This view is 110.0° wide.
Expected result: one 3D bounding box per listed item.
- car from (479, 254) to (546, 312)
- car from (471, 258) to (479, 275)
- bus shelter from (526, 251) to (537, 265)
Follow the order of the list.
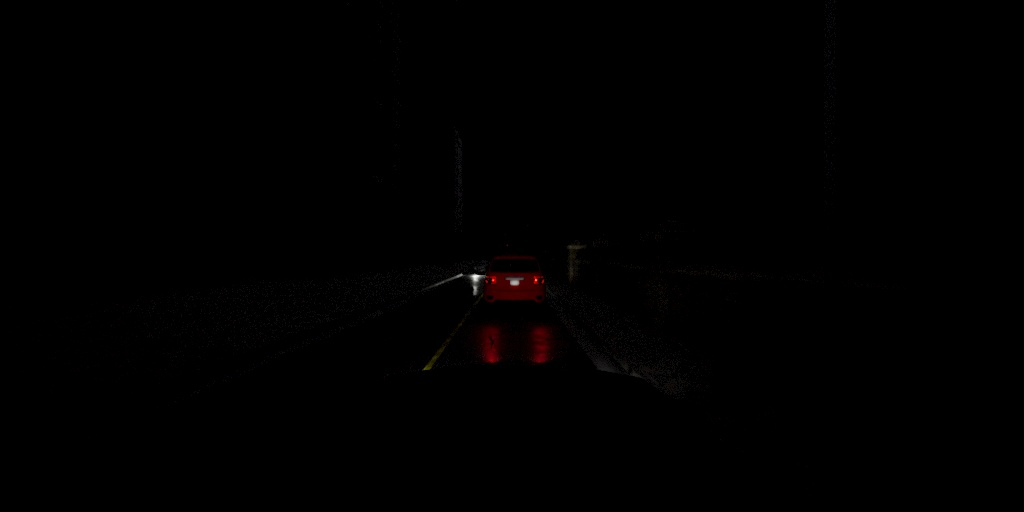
[{"bbox_3d":[0.094,0.955,14.309,2.150,2.045,5.566,0,0,0],"label":"car"},{"bbox_3d":[-3.096,1.229,38.898,1.812,1.442,4.674,0,0,0],"label":"car"},{"bbox_3d":[3.130,0.570,55.758,1.920,2.740,3.880,0,0,0],"label":"bus shelter"}]
